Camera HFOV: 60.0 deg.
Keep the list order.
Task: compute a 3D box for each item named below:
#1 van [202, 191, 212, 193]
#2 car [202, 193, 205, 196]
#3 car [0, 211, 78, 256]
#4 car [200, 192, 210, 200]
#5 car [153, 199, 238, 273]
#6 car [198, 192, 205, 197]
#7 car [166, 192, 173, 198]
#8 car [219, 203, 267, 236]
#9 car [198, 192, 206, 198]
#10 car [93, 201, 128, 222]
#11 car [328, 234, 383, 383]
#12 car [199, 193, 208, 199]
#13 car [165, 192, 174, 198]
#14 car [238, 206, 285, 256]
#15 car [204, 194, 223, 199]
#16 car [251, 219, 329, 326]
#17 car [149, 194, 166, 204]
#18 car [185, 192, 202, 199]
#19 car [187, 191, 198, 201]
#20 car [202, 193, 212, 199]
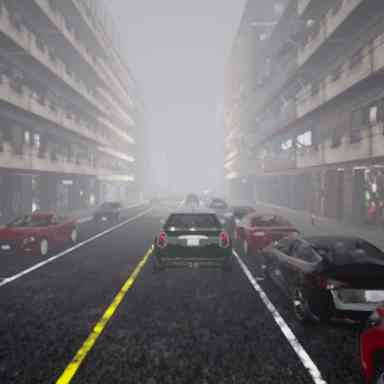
[{"bbox_3d":[2.645,0.788,57.814,1.690,1.788,3.998,-1,1,0],"label":"van"},{"bbox_3d":[2.655,1.142,46.488,1.802,1.307,4.206,-1,1,0],"label":"car"},{"bbox_3d":[-5.709,1.430,12.438,1.887,1.381,4.507,-1,1,0],"label":"car"},{"bbox_3d":[2.641,0.771,69.144,1.967,1.590,4.097,-1,1,0],"label":"car"},{"bbox_3d":[0.019,1.255,10.440,2.097,1.767,4.553,0,0,0],"label":"car"},{"bbox_3d":[2.632,0.638,91.802,1.887,1.381,4.507,-1,1,0],"label":"car"},{"bbox_3d":[-5.743,0.740,80.243,1.752,1.417,4.829,-1,1,0],"label":"car"},{"bbox_3d":[2.641,1.397,18.166,1.947,1.339,4.313,-1,1,0],"label":"car"},{"bbox_3d":[2.634,0.698,86.138,1.887,1.381,4.507,-1,1,0],"label":"car"},{"bbox_3d":[-5.714,1.344,23.769,1.947,1.339,4.313,-1,1,0],"label":"car"},{"bbox_3d":[2.640,1.303,1.172,2.192,1.841,5.009,-1,1,0],"label":"car"},{"bbox_3d":[2.641,0.853,74.810,1.802,1.307,4.206,-1,1,0],"label":"car"},{"bbox_3d":[-5.745,0.720,86.080,1.947,1.339,4.313,-1,1,0],"label":"car"},{"bbox_3d":[2.638,1.429,12.502,1.887,1.381,4.507,-1,1,0],"label":"car"},{"bbox_3d":[2.662,1.236,35.159,1.947,1.339,4.313,-1,1,0],"label":"car"},{"bbox_3d":[2.642,1.502,6.838,1.947,1.339,4.313,-1,1,0],"label":"car"},{"bbox_3d":[-5.729,1.056,52.092,2.008,1.369,4.403,-1,1,0],"label":"car"},{"bbox_3d":[0.077,1.066,46.119,1.837,1.490,4.892,0,0,0],"label":"car"},{"bbox_3d":[0.068,0.735,64.001,2.097,1.767,4.553,0,1,0],"label":"car"},{"bbox_3d":[2.657,1.166,40.823,2.008,1.369,4.403,-1,1,0],"label":"car"}]
